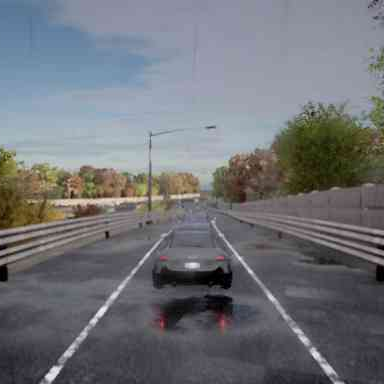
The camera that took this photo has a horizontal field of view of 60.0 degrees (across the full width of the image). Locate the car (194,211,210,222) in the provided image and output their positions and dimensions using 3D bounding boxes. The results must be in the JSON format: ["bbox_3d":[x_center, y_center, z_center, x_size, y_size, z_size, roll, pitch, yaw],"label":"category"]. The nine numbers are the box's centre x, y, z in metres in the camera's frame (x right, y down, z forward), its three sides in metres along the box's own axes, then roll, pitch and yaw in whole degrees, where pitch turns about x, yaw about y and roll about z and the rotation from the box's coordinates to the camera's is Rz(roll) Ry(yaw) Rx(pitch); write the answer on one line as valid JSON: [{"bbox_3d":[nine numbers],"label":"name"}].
[{"bbox_3d":[1.538,3.387,47.258,2.033,1.411,5.357,0,-3,4],"label":"car"}]

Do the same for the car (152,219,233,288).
[{"bbox_3d":[0.016,1.698,9.635,1.994,1.385,4.181,0,-1,0],"label":"car"}]

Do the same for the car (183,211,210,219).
[{"bbox_3d":[0.213,1.968,18.757,2.033,1.411,5.357,0,-2,1],"label":"car"}]
